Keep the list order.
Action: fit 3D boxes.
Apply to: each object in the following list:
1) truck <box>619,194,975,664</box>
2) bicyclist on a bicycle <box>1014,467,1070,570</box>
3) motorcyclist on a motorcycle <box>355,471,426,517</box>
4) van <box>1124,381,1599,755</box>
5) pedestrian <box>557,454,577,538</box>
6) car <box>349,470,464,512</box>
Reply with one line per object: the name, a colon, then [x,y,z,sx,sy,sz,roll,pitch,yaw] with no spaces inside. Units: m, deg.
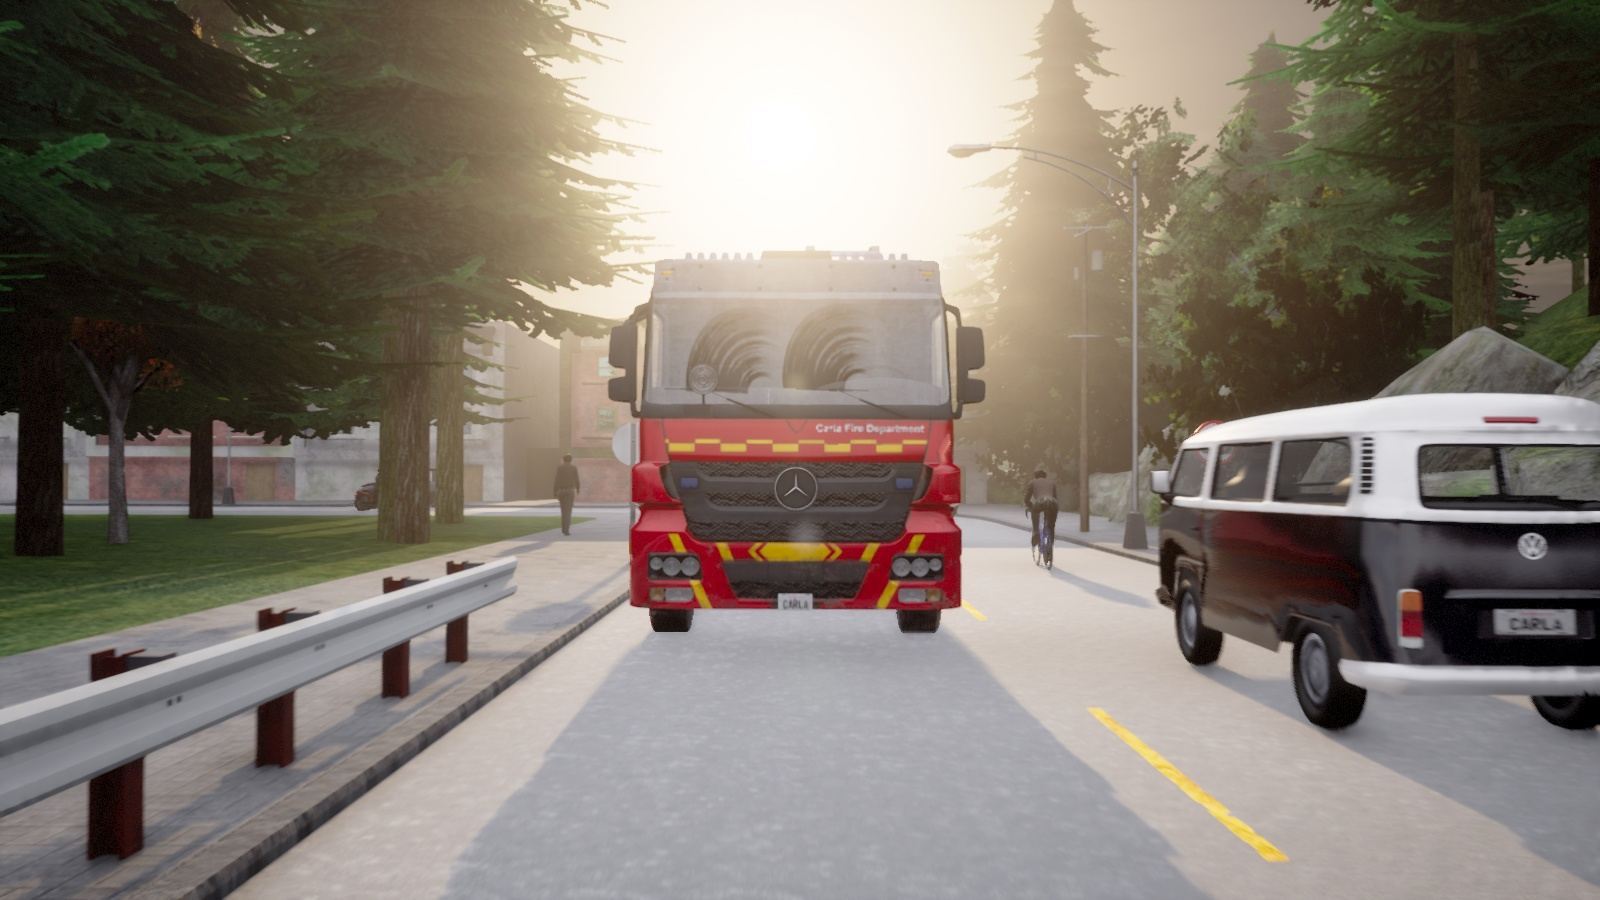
truck: [-0.041,-0.107,14.485,2.891,3.827,8.468,0,-1,0]
bicyclist on a bicycle: [3.948,1.096,20.587,0.582,1.620,1.656,0,-1,0]
motorcyclist on a motorcycle: [-14.945,1.592,45.839,2.350,1.649,0.766,0,-1,0]
van: [3.976,0.675,9.105,2.069,2.038,4.480,0,-1,0]
pedestrian: [-5.162,1.011,27.867,0.353,1.847,0.614,0,-1,-3]
car: [-15.574,1.610,49.846,3.988,1.617,1.851,0,-1,0]
